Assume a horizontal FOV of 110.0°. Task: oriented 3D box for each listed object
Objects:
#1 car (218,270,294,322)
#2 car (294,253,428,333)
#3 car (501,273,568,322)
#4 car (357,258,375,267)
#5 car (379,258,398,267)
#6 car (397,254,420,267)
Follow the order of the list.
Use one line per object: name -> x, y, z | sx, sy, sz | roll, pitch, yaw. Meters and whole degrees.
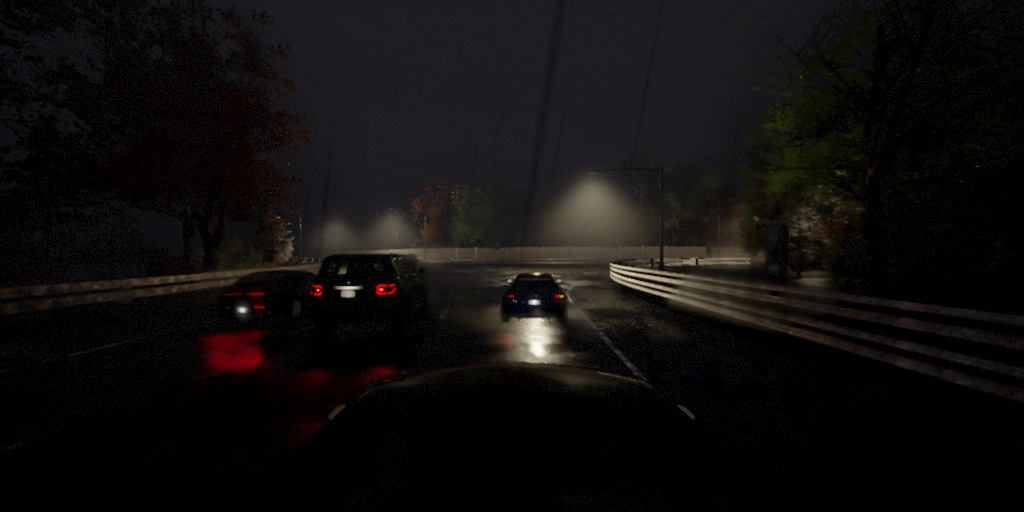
car -> -7.646, 1.227, 12.248 | 1.837, 1.490, 4.892 | 0, 0, -6
car -> -3.944, 0.936, 10.815 | 2.150, 2.045, 5.566 | 0, 0, -5
car -> 0.761, 1.253, 12.002 | 1.994, 1.385, 4.181 | 0, 0, 4
car -> -23.842, 1.054, 58.500 | 1.812, 1.442, 4.674 | 0, 0, -35
car -> -20.900, 1.031, 60.395 | 1.812, 1.442, 4.674 | 0, 0, -35
car -> -17.975, 0.706, 62.312 | 2.150, 2.045, 5.566 | 0, 0, -35
